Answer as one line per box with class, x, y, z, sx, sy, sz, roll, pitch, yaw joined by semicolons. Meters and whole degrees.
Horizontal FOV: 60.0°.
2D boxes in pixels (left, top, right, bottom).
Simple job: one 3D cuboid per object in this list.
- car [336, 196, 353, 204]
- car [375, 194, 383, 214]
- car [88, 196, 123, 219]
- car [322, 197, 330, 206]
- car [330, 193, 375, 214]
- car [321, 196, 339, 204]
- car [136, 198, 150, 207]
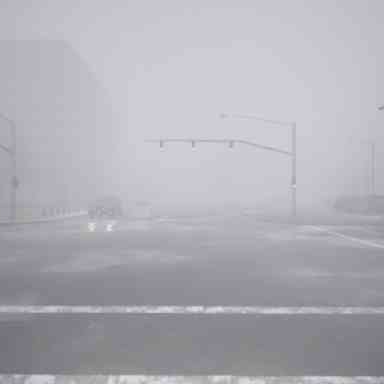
car;30.828;1.629;67.407;1.784;1.438;3.905;0;0;0
car;19.546;1.294;34.810;1.905;1.878;3.866;0;0;0
car;-7.880;1.372;30.918;2.150;2.045;5.566;0;0;0
car;22.205;1.601;52.283;1.970;1.475;3.806;0;0;0
car;16.652;1.291;34.856;1.932;1.855;4.605;0;0;0
car;27.933;1.661;67.400;1.970;1.475;3.806;0;0;0
car;-8.024;1.759;55.296;1.837;1.490;4.892;0;0;0
